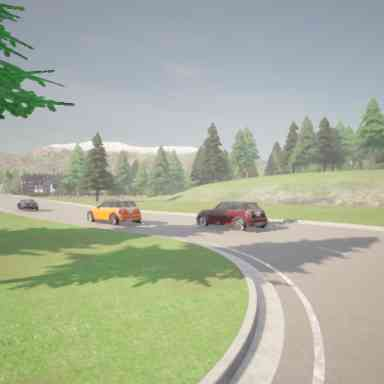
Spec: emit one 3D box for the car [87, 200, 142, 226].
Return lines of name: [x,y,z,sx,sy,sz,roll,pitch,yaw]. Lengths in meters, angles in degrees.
car: [-5.645,1.347,23.887,4.553,1.767,2.097,0,0,44]

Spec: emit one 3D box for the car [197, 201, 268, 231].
car: [2.361,1.339,20.690,2.097,1.767,4.553,0,0,-42]

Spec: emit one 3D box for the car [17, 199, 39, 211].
car: [-19.925,1.550,40.348,2.033,1.411,5.357,0,0,-34]
